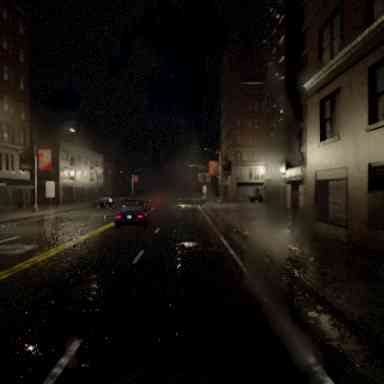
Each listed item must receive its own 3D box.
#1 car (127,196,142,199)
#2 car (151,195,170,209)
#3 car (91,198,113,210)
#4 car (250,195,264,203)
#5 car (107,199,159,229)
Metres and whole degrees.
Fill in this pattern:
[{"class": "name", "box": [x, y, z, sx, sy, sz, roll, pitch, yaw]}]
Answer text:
[{"class": "car", "box": [-7.188, 1.211, 41.164, 1.882, 1.535, 5.008, 0, 0, -1]}, {"class": "car", "box": [-3.806, 1.082, 39.663, 2.097, 1.767, 4.553, 0, 0, -1]}, {"class": "car", "box": [-10.426, 1.362, 39.118, 1.895, 1.301, 4.718, 0, 0, 0]}, {"class": "car", "box": [11.509, 1.153, 53.791, 4.313, 1.339, 1.947, 0, 1, -1]}, {"class": "car", "box": [-3.483, 1.409, 20.719, 2.033, 1.411, 5.357, 0, 0, -1]}]
